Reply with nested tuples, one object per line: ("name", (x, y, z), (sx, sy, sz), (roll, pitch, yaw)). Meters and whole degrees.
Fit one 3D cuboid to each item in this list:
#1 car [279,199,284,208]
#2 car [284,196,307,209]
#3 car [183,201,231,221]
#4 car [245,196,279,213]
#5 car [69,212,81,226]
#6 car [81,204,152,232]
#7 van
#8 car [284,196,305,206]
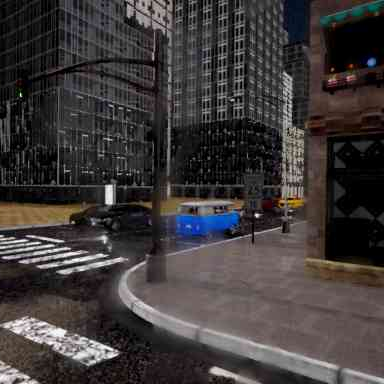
("car", (10.165, 1.293, 44.363), (1.967, 1.590, 4.097), (1, 1, 36))
("car", (12.993, 1.369, 43.784), (1.882, 1.535, 5.008), (1, 1, 36))
("car", (1.302, 1.487, 27.502), (1.994, 1.385, 4.181), (1, 1, 35))
("car", (7.131, 1.258, 35.637), (2.097, 1.767, 4.553), (1, 1, 36))
("car", (-5.908, 1.467, 21.851), (1.947, 1.339, 4.313), (1, 1, 36))
("car", (-3.971, 1.466, 20.102), (1.812, 1.442, 4.674), (1, 1, 37))
("van", (0.915, 1.368, 16.979), (1.690, 1.788, 3.998), (1, 1, 36))
("car", (16.496, 1.363, 53.232), (1.752, 1.417, 4.829), (1, 1, 36))
